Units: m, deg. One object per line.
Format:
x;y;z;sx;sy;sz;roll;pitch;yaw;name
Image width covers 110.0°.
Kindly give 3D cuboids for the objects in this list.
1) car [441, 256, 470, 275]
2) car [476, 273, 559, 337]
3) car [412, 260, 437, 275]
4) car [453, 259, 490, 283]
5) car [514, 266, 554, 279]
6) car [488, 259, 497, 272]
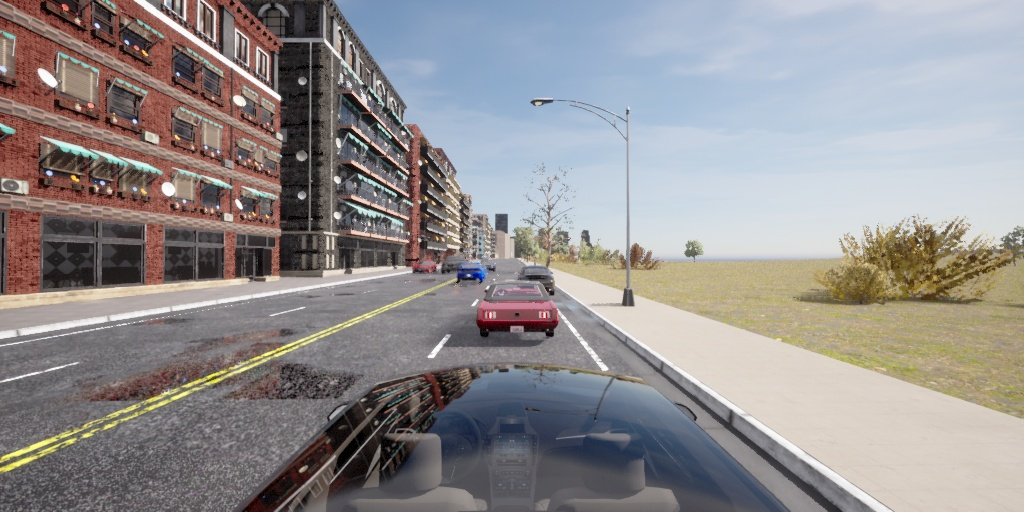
-6.436;0.973;40.090;2.150;2.045;5.566;0;0;0;car
0.135;1.352;10.246;1.895;1.301;4.718;0;0;0;car
-9.686;1.229;40.091;1.882;1.535;5.008;0;0;0;car
-3.039;1.230;27.763;1.882;1.535;5.008;0;0;0;car
1.213;1.257;19.446;1.837;1.490;4.892;0;0;0;car
-2.960;1.352;45.540;1.895;1.301;4.718;0;0;0;car
